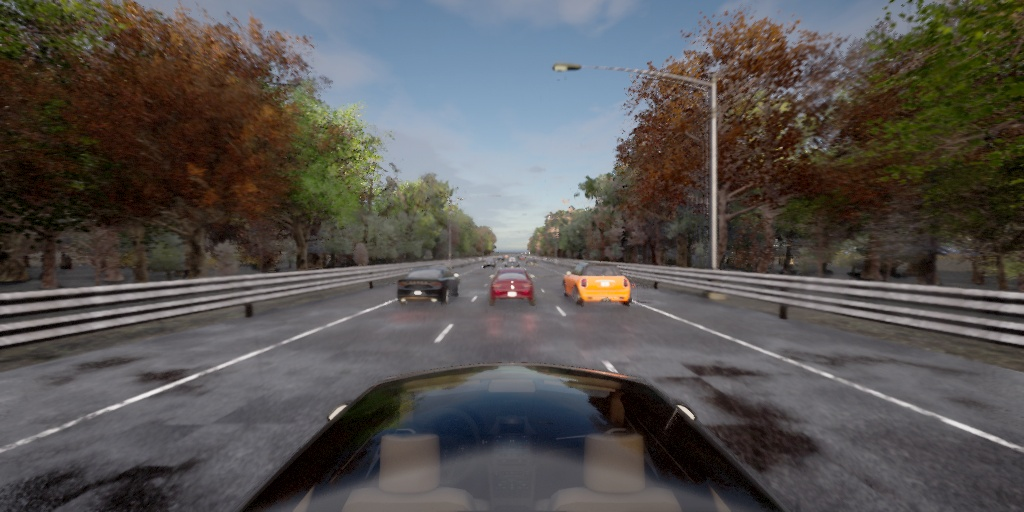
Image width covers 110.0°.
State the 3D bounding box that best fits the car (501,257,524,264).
[{"bbox_3d":[0.039,1.162,44.806,2.128,1.511,4.902,0,0,0],"label":"car"}]

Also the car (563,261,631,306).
[{"bbox_3d":[3.511,1.079,15.632,2.097,1.767,4.553,0,0,0],"label":"car"}]

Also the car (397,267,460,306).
[{"bbox_3d":[-3.489,1.210,15.757,1.882,1.535,5.008,0,0,0],"label":"car"}]

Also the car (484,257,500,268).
[{"bbox_3d":[-3.449,1.190,56.799,2.033,1.411,5.357,0,0,0],"label":"car"}]

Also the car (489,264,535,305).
[{"bbox_3d":[0.010,1.255,15.733,1.812,1.442,4.674,0,0,0],"label":"car"}]
